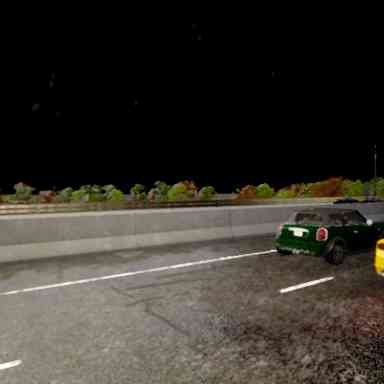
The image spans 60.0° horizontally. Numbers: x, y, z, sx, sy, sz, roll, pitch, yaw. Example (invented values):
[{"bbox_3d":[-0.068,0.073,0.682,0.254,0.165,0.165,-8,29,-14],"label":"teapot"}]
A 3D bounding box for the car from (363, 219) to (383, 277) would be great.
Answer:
[{"bbox_3d":[6.672,1.442,8.522,5.008,1.535,1.882,0,0,-36],"label":"car"}]

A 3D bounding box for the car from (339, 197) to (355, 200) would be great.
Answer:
[{"bbox_3d":[20.874,1.421,44.626,4.181,1.385,1.994,0,0,-35],"label":"car"}]

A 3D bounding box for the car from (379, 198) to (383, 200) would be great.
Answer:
[{"bbox_3d":[24.070,1.334,38.318,5.008,1.535,1.882,0,0,-35],"label":"car"}]

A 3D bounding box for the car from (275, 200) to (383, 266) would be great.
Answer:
[{"bbox_3d":[5.063,1.317,11.673,4.553,1.767,2.097,0,0,-36],"label":"car"}]

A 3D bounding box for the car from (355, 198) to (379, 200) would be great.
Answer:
[{"bbox_3d":[22.922,1.419,41.787,4.181,1.385,1.994,0,0,-35],"label":"car"}]
